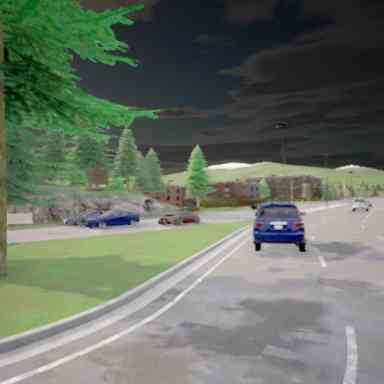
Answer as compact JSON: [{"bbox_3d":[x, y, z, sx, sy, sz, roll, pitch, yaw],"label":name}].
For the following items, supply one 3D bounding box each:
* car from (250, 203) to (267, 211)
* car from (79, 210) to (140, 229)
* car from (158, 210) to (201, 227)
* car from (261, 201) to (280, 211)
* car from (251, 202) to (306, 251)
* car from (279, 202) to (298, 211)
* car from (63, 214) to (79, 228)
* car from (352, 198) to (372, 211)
[{"bbox_3d":[13.410,2.989,66.775,1.895,1.301,4.718,-2,-2,30],"label":"car"},{"bbox_3d":[-6.902,2.344,29.145,1.882,1.535,5.008,-2,-2,45],"label":"car"},{"bbox_3d":[-1.092,2.345,30.290,1.994,1.385,4.181,-2,-2,41],"label":"car"},{"bbox_3d":[14.717,2.608,62.123,2.097,1.767,4.553,-2,-2,31],"label":"car"},{"bbox_3d":[4.223,1.542,15.887,2.150,2.045,5.566,-2,-1,16],"label":"car"},{"bbox_3d":[17.397,2.637,59.779,2.128,1.511,4.902,-2,-2,31],"label":"car"},{"bbox_3d":[-9.602,2.466,31.373,4.902,1.511,2.128,0,-2,-45],"label":"car"},{"bbox_3d":[26.965,2.014,53.117,2.150,2.045,5.566,-2,-2,30],"label":"car"}]
